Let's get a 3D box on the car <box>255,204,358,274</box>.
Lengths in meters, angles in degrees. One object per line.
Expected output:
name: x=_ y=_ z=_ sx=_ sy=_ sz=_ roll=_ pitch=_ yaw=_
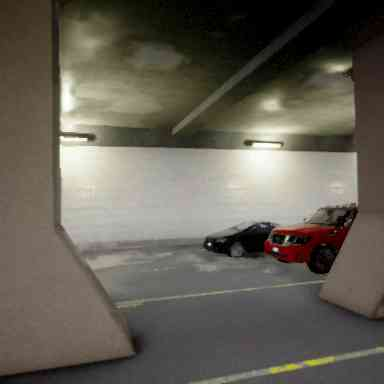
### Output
car: x=5.307 y=1.451 z=11.444 sx=5.566 sy=2.045 sz=2.150 roll=-1 pitch=-2 yaw=-17

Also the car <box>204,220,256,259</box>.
car: x=2.636 y=1.931 z=14.273 sx=4.181 sy=1.385 sz=1.994 roll=-1 pitch=-2 yaw=-17
